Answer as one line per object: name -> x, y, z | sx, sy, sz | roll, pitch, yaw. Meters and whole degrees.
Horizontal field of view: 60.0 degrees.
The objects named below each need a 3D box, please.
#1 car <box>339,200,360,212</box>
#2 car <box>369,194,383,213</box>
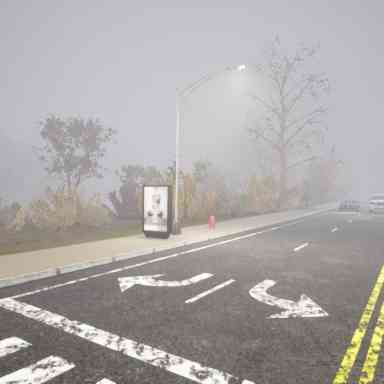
car -> 18.777, 1.602, 39.625 | 1.994, 1.385, 4.181 | 0, 0, 31
car -> 21.560, 1.262, 37.946 | 2.150, 2.045, 5.566 | 0, 0, 31
